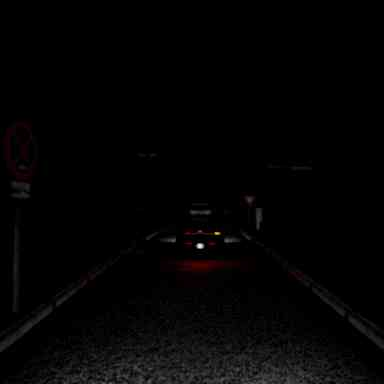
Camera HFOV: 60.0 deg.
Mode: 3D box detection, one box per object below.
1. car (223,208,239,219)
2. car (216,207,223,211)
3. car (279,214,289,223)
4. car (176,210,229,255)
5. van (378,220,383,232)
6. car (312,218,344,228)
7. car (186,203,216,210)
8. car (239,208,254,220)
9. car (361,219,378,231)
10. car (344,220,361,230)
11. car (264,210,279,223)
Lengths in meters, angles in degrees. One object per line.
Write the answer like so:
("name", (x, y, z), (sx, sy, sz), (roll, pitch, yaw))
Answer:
("car", (4.766, 3.241, 53.058), (2.185, 1.767, 4.553), (5, -4, -31))
("car", (1.887, 2.944, 52.465), (2.435, 2.045, 5.566), (2, -3, -30))
("car", (13.566, 4.211, 54.823), (1.946, 1.575, 5.366), (7, -4, -30))
("car", (0.348, 1.697, 14.146), (1.837, 1.490, 4.892), (0, -1, 2))
("van", (31.526, 5.742, 57.636), (1.878, 1.987, 4.442), (7, -5, -29))
("car", (22.534, 5.129, 56.210), (2.002, 1.452, 4.674), (7, -4, -30))
("car", (0.705, 2.077, 30.920), (2.150, 2.045, 5.566), (0, -2, -1))
("car", (7.737, 3.496, 53.560), (2.185, 1.767, 4.553), (7, -4, -31))
("car", (28.384, 5.675, 57.385), (1.946, 1.575, 5.366), (7, -4, -29))
("car", (25.504, 5.423, 56.727), (2.002, 1.452, 4.674), (7, -5, -29))
("car", (10.734, 3.668, 54.123), (2.435, 2.045, 5.566), (7, -5, -30))
